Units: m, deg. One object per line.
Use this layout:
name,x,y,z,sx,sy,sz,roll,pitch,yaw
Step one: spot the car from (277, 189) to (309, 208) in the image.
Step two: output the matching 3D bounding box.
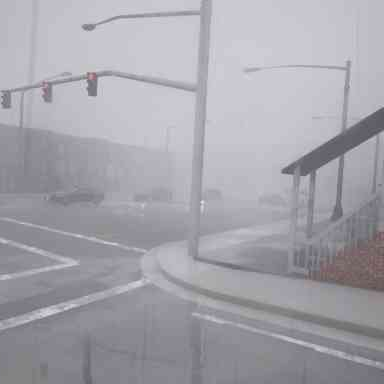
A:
car,12.112,0.686,38.012,2.150,2.045,5.566,5,3,36

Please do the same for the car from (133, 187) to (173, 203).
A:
car,-3.912,0.255,34.054,1.837,1.490,4.892,5,3,36

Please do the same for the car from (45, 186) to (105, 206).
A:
car,-9.252,0.239,26.638,2.128,1.511,4.902,5,3,36

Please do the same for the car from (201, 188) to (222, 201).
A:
car,2.024,0.258,42.270,1.837,1.490,4.892,5,3,36

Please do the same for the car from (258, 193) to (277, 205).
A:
car,9.720,0.795,40.710,1.994,1.385,4.181,5,3,36
